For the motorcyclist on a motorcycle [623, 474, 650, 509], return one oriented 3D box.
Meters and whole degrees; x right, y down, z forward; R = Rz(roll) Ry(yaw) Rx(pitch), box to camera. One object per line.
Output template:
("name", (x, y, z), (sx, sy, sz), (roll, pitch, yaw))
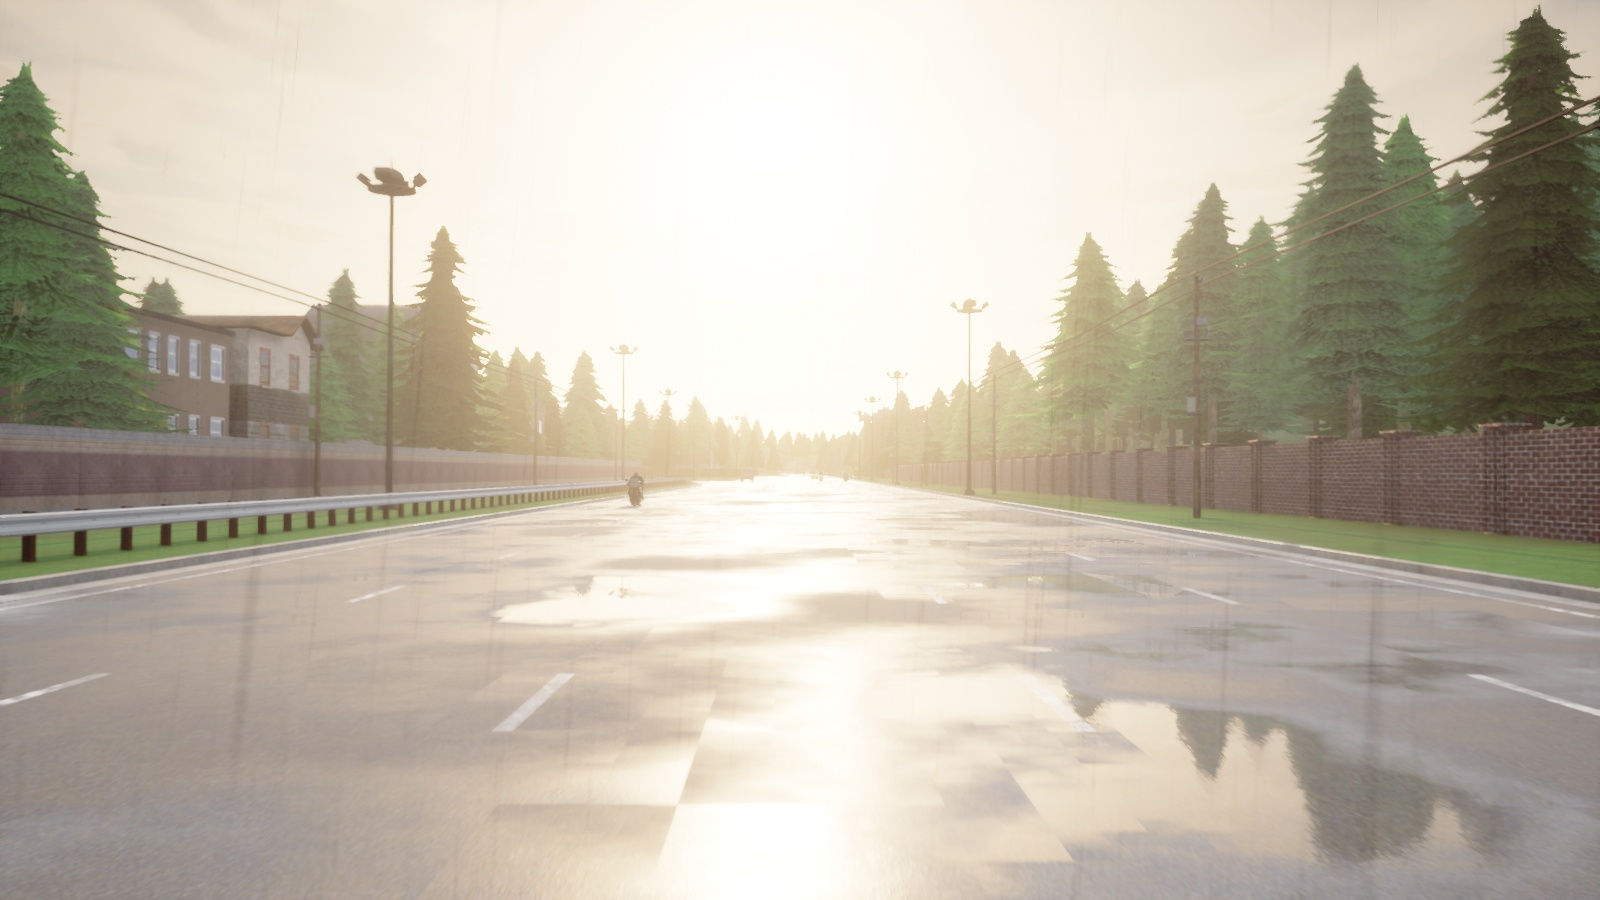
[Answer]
("motorcyclist on a motorcycle", (-7.132, 1.796, 54.836), (0.866, 1.530, 2.191), (0, -1, 0))
